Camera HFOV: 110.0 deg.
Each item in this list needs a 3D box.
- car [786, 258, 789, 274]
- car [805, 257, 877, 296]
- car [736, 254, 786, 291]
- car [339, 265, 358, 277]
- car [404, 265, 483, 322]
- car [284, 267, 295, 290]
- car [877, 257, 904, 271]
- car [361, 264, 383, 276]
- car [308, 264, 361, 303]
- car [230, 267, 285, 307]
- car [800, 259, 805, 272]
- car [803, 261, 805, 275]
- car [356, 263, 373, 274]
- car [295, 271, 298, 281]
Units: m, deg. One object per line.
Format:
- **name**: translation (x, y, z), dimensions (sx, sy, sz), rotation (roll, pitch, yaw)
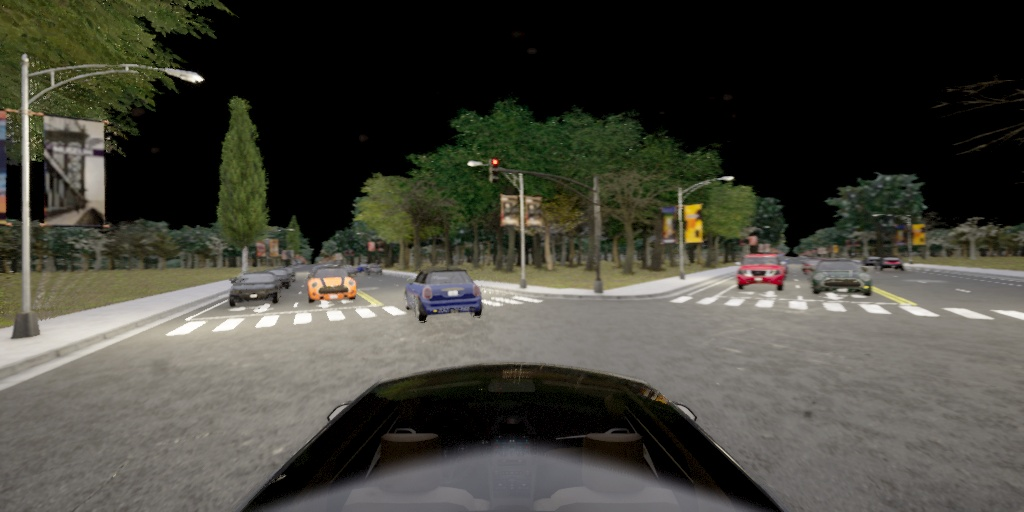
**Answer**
- **car**: translation (21.045, 0.994, 29.308), dimensions (2.097, 1.767, 4.553), rotation (-2, -1, 38)
- **car**: translation (16.456, 0.969, 18.173), dimensions (2.097, 1.767, 4.553), rotation (-2, -1, 38)
- **car**: translation (15.105, 0.903, 21.762), dimensions (2.150, 2.045, 5.566), rotation (-2, -1, 37)
- **car**: translation (-22.043, 1.993, 48.192), dimensions (1.994, 1.385, 4.181), rotation (-1, 0, -29)
- **car**: translation (-2.692, 1.216, 13.226), dimensions (2.097, 1.767, 4.553), rotation (-1, 0, -23)
- **car**: translation (-17.697, 1.690, 26.898), dimensions (1.882, 1.535, 5.008), rotation (-1, 0, -29)
- **car**: translation (41.069, 0.859, 39.150), dimensions (1.837, 1.490, 4.892), rotation (-2, -1, 38)
- **car**: translation (-19.214, 1.880, 49.786), dimensions (2.128, 1.511, 4.902), rotation (-1, 0, -29)
- **car**: translation (-9.508, 1.370, 18.889), dimensions (2.097, 1.767, 4.553), rotation (-1, 0, -29)
- **car**: translation (-12.861, 1.552, 18.218), dimensions (1.882, 1.535, 5.008), rotation (-1, 0, -31)
- **car**: translation (28.056, 1.019, 32.982), dimensions (1.882, 1.535, 5.008), rotation (-2, -1, 38)
- **car**: translation (21.996, 1.182, 25.258), dimensions (1.895, 1.301, 4.718), rotation (-2, -1, 38)
- **car**: translation (-24.166, 2.022, 58.646), dimensions (1.882, 1.535, 5.008), rotation (-1, 0, -29)
- **car**: translation (-22.701, 1.863, 35.917), dimensions (1.837, 1.490, 4.892), rotation (-1, 0, -29)
